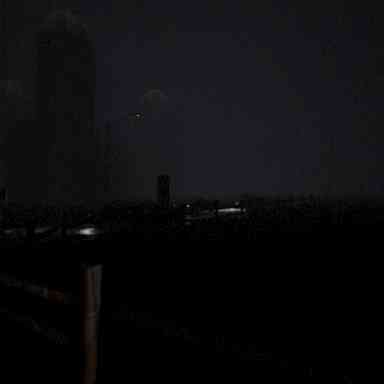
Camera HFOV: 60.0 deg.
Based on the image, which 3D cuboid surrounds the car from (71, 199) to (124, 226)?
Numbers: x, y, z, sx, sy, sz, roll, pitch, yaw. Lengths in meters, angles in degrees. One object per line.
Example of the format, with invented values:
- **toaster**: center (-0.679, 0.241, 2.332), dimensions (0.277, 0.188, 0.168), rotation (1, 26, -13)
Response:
- **car**: center (-5.383, 1.221, 21.555), dimensions (1.882, 1.535, 5.008), rotation (1, 1, 35)

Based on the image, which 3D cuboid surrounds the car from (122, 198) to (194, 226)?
- **car**: center (-2.068, 1.330, 21.137), dimensions (1.994, 1.385, 4.181), rotation (1, 1, 35)

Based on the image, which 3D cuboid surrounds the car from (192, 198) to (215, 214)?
- **car**: center (0.330, 1.202, 29.682), dimensions (1.895, 1.301, 4.718), rotation (1, 1, 35)

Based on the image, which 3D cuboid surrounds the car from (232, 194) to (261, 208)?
- **car**: center (6.297, 0.947, 38.156), dimensions (2.128, 1.511, 4.902), rotation (1, 1, 35)
